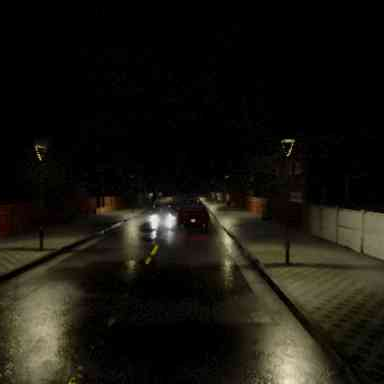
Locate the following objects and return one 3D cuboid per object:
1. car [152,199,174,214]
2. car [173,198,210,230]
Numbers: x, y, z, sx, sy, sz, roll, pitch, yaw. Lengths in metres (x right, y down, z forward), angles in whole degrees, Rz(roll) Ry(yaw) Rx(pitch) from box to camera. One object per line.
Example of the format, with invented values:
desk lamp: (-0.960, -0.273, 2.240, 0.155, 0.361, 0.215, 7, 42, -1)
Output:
car: (-2.812, 1.410, 32.955, 1.895, 1.301, 4.718, 0, 0, 0)
car: (0.059, 1.364, 20.350, 1.882, 1.535, 5.008, 0, 0, 0)
